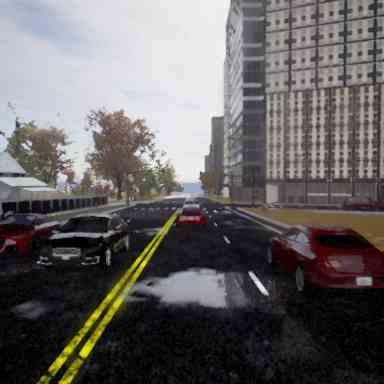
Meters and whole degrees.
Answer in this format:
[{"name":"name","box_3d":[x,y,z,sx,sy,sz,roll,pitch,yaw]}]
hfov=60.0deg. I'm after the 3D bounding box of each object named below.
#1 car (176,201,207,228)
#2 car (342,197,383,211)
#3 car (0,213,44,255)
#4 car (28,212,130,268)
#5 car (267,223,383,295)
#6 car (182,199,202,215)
[{"name":"car","box_3d":[-0.022,1.551,22.225,1.994,1.385,4.181,0,0,1]},{"name":"car","box_3d":[23.009,1.638,44.933,5.009,1.841,2.192,0,2,20]},{"name":"car","box_3d":[-6.597,1.554,13.063,1.994,1.385,4.181,0,0,0]},{"name":"car","box_3d":[-3.349,1.496,11.259,1.837,1.490,4.892,0,0,0]},{"name":"car","box_3d":[3.250,1.519,8.575,1.812,1.442,4.674,0,0,0]},{"name":"car","box_3d":[-0.003,1.534,35.713,2.033,1.411,5.357,0,0,0]}]
